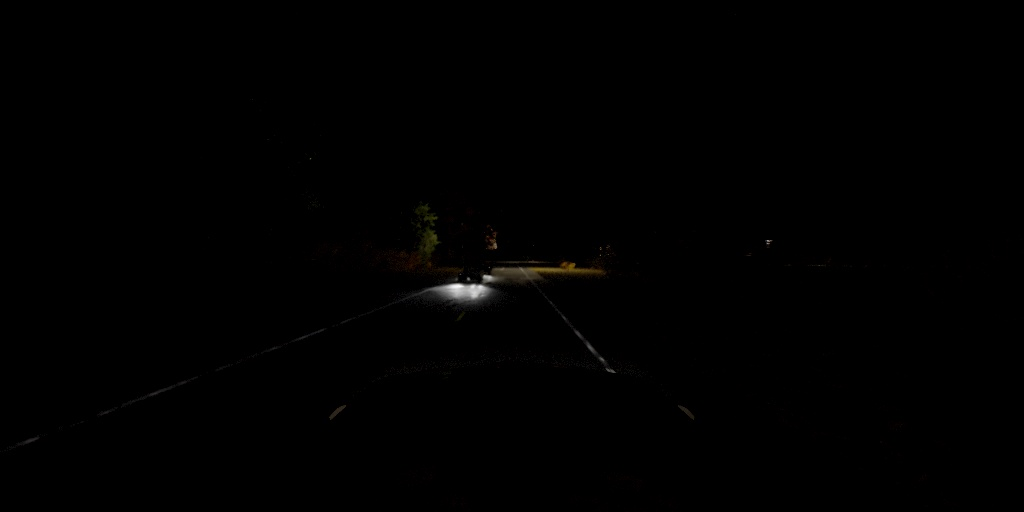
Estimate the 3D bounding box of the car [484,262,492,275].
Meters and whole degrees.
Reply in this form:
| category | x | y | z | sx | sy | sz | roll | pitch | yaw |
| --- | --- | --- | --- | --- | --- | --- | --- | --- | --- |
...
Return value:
| category | x | y | z | sx | sy | sz | roll | pitch | yaw |
| --- | --- | --- | --- | --- | --- | --- | --- | --- | --- |
| car | -3.510 | 1.570 | 44.999 | 2.128 | 1.511 | 4.902 | 0 | 0 | 0 |

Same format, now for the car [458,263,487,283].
| category | x | y | z | sx | sy | sz | roll | pitch | yaw |
| --- | --- | --- | --- | --- | --- | --- | --- | --- | --- |
| car | -3.507 | 1.556 | 31.168 | 1.895 | 1.301 | 4.718 | 0 | 0 | 0 |
